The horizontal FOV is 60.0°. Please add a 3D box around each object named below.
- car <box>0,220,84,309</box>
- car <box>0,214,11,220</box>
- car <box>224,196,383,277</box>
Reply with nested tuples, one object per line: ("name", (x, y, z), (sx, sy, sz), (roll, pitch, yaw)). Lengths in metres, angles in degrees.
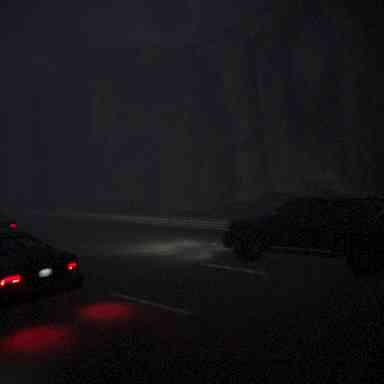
("car", (-4.771, 1.536, 7.509), (5.357, 1.411, 2.033), (0, 0, 34))
("car", (-10.093, 1.530, 15.379), (5.357, 1.411, 2.033), (0, 0, 36))
("car", (3.720, 1.138, 10.187), (5.566, 2.045, 2.150), (0, 0, 34))
